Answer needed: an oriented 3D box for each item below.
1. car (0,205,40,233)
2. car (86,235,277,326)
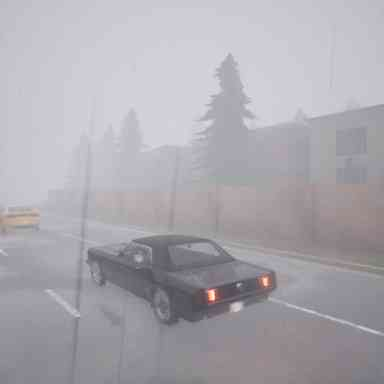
[{"bbox_3d":[-10.733,1.502,20.247,1.882,1.535,5.008,0,0,-38],"label":"car"},{"bbox_3d":[-0.623,1.601,7.198,1.895,1.301,4.718,0,0,-38],"label":"car"}]
